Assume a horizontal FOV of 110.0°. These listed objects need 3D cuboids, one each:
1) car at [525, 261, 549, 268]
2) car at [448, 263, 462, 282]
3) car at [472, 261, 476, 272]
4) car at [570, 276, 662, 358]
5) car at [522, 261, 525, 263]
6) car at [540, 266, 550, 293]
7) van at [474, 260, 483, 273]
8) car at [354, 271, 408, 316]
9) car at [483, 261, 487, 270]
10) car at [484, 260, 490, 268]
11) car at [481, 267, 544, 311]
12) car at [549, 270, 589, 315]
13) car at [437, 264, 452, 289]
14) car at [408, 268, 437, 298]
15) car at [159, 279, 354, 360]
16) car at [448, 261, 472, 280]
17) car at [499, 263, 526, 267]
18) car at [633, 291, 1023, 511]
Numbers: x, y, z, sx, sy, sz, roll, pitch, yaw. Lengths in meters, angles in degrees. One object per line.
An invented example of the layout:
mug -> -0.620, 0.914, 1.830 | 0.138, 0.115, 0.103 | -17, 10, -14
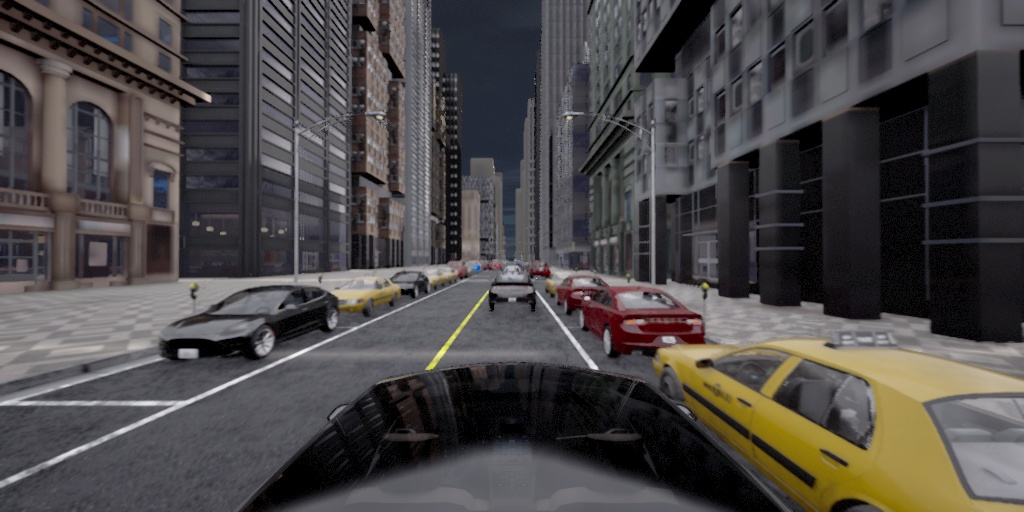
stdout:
car -> 2.788, 1.429, 36.759 | 2.192, 1.841, 5.009 | 0, 0, 0
car -> -5.741, 1.579, 30.948 | 1.751, 1.417, 4.829 | 0, 0, 0
car -> -5.733, 1.700, 42.229 | 1.751, 1.417, 4.829 | 0, 0, 0
car -> 2.768, 1.365, 8.558 | 1.888, 1.381, 4.507 | 0, 0, 0
car -> 2.801, 1.848, 53.679 | 2.007, 1.370, 4.403 | 0, 0, 0
car -> 2.776, 1.461, 20.009 | 1.751, 1.417, 4.829 | 0, 0, 0
van -> -5.724, 1.638, 53.679 | 1.690, 1.789, 3.998 | 0, 0, 0
car -> -5.753, 1.403, 14.027 | 1.751, 1.417, 4.829 | 0, 0, 0
car -> -5.721, 1.910, 59.319 | 2.007, 1.370, 4.403 | 0, 0, 0
car -> -5.716, 1.738, 64.959 | 2.192, 1.841, 5.009 | 0, 0, 0
car -> 0.029, 1.382, 15.355 | 2.128, 1.511, 4.902 | 0, 0, 0
car -> 2.772, 1.423, 14.199 | 1.888, 1.381, 4.507 | 0, 0, 0
car -> -5.745, 1.520, 25.308 | 1.751, 1.417, 4.829 | 0, 0, 0
car -> -5.749, 1.502, 19.837 | 1.948, 1.339, 4.313 | 0, 0, 0
car -> -5.757, 1.385, 8.556 | 1.948, 1.339, 4.313 | 0, 0, 0
car -> -5.737, 1.428, 36.758 | 2.192, 1.841, 5.009 | 0, 0, 0
car -> 0.045, 1.575, 30.756 | 1.812, 1.442, 4.674 | 0, 0, 1
car -> 2.764, 1.288, 3.088 | 1.751, 1.417, 4.829 | 0, 0, 0
